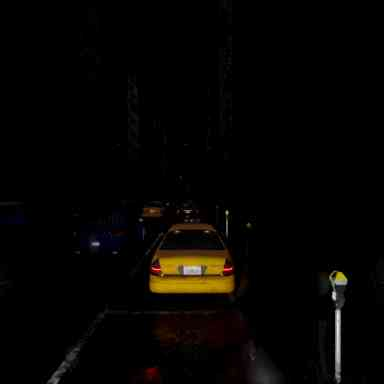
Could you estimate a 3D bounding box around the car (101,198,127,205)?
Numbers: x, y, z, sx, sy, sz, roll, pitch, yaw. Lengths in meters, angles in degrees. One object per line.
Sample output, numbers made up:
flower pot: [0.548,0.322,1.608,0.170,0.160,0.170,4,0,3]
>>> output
car: [-8.815,1.572,36.483,1.947,1.339,4.313,0,0,0]

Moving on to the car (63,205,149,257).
car: [-3.046,1.478,12.975,1.882,1.535,5.008,0,0,0]

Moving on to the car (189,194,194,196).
car: [-0.257,1.501,84.576,1.967,1.590,4.097,0,0,0]

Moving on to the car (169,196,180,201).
car: [-3.046,1.557,43.956,2.033,1.411,5.357,0,0,0]

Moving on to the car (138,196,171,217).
car: [-3.146,1.464,28.640,1.801,1.575,5.366,0,0,0]

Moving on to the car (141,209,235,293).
car: [0.005,1.457,8.840,1.801,1.575,5.366,0,0,0]

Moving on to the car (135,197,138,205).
car: [-8.816,1.452,47.486,1.967,1.590,4.097,0,0,0]

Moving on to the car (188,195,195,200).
car: [-0.237,1.636,95.394,2.008,1.369,4.403,0,0,0]

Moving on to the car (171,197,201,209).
car: [-0.290,1.443,25.481,1.967,1.590,4.097,0,0,0]

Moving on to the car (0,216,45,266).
car: [-6.246,1.601,9.391,1.895,1.301,4.718,0,0,0]

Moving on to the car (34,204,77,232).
car: [-8.815,1.568,19.979,1.947,1.339,4.313,0,0,0]

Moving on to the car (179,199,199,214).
car: [-0.290,1.558,36.484,2.008,1.369,4.403,0,0,0]

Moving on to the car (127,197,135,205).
car: [-8.815,1.591,41.985,1.802,1.307,4.206,0,0,0]

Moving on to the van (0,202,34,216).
van: [-8.815,1.342,14.478,1.690,1.788,3.998,0,0,0]

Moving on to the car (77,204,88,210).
car: [-8.815,1.585,25.481,1.802,1.307,4.206,0,0,0]
